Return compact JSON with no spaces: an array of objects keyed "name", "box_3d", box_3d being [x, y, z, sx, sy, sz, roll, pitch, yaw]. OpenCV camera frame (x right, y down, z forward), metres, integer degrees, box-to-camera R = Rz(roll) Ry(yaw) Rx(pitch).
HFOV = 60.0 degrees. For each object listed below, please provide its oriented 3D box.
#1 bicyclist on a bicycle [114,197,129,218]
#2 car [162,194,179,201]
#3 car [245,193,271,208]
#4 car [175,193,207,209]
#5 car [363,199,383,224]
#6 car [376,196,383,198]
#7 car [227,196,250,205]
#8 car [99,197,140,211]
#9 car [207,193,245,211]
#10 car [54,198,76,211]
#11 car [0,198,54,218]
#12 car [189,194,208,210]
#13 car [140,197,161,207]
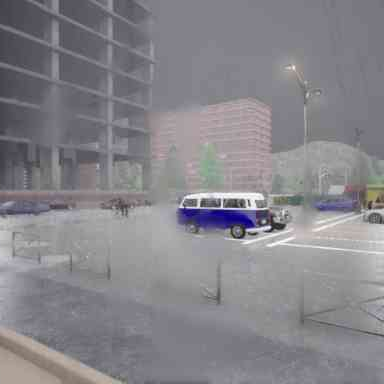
[{"name":"bicyclist on a bicycle","box_3d":[-5.504,1.248,25.969,1.656,1.620,0.582,0,0,35]},{"name":"car","box_3d":[-5.108,1.285,77.827,1.851,1.617,3.988,0,0,36]},{"name":"car","box_3d":[11.034,1.436,56.157,2.128,1.511,4.902,0,0,35]},{"name":"car","box_3d":[-0.132,1.167,52.549,2.150,2.045,5.566,0,0,36]},{"name":"car","box_3d":[13.246,1.395,21.481,3.806,1.475,1.970,0,0,36]},{"name":"car","box_3d":[16.452,1.153,26.046,4.605,1.855,1.932,0,0,36]},{"name":"car","box_3d":[8.174,1.422,58.174,1.882,1.535,5.008,0,0,35]},{"name":"car","box_3d":[-8.964,1.447,40.115,1.837,1.490,4.892,0,1,35]},{"name":"car","box_3d":[4.929,1.166,47.431,2.150,2.045,5.566,0,0,36]},{"name":"car","box_3d":[-15.316,1.434,37.186,2.128,1.511,4.902,0,0,35]},{"name":"car","box_3d":[-15.858,1.492,30.348,2.033,1.411,5.357,0,0,35]},{"name":"car","box_3d":[2.250,1.436,49.692,2.128,1.511,4.902,0,0,36]},{"name":"car","box_3d":[-6.717,1.435,49.348,2.128,1.511,4.902,0,0,35]}]
